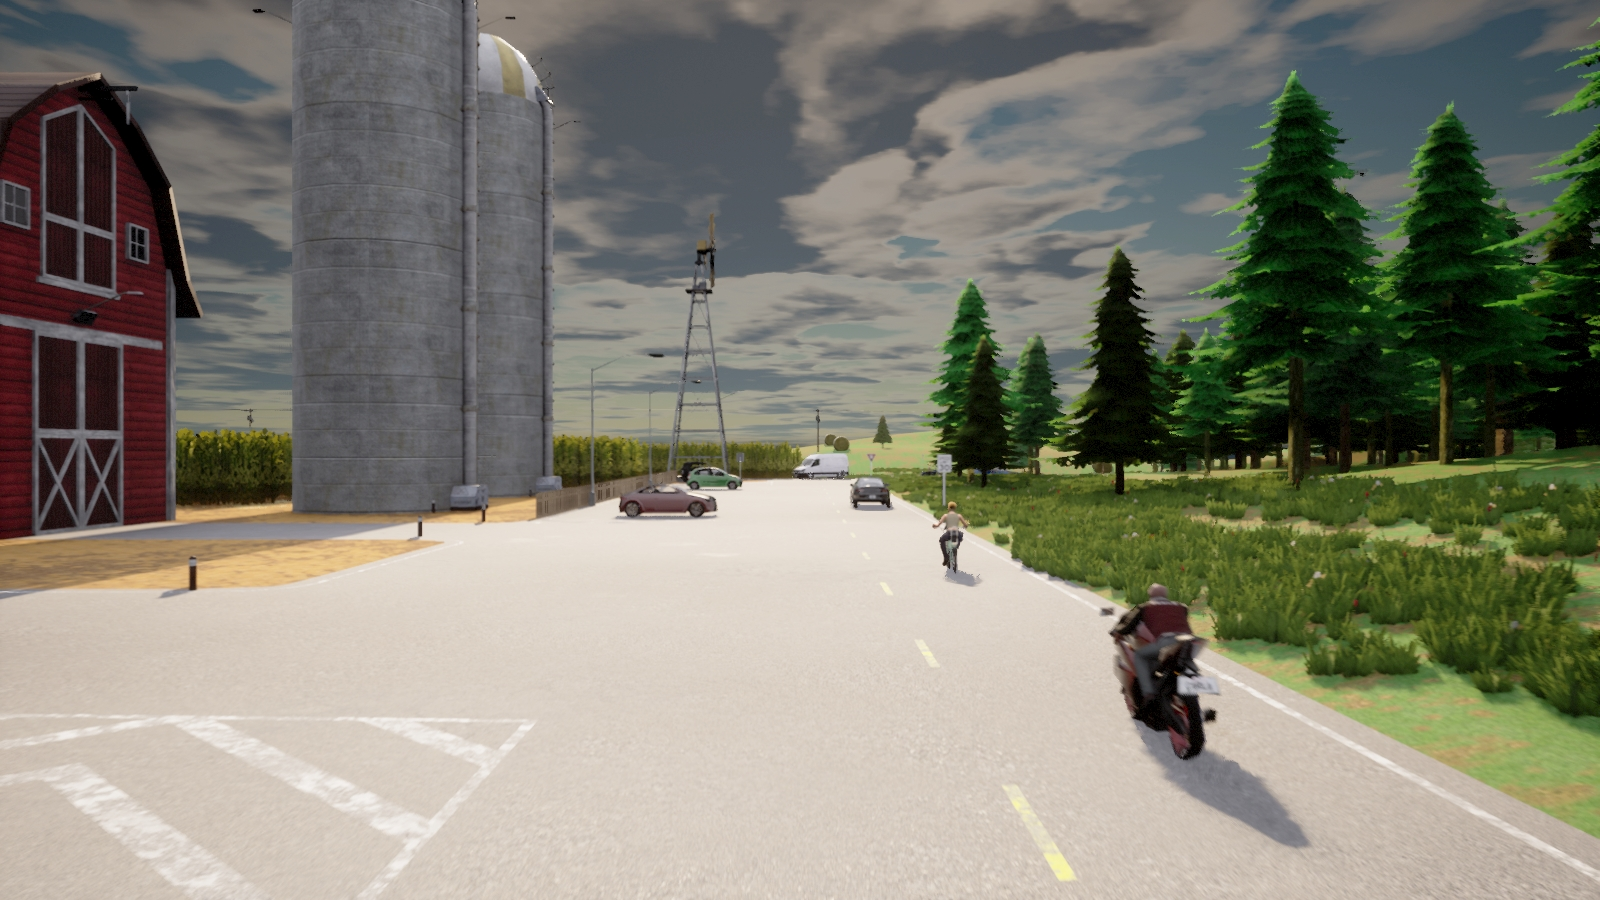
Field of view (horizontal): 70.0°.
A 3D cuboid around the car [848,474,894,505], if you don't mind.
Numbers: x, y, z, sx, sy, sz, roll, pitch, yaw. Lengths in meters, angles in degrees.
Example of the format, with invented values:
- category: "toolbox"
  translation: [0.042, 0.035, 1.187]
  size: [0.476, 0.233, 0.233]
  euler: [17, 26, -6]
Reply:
- category: "car"
  translation: [3.496, 1.947, 57.277]
  size: [2.002, 1.442, 4.674]
  euler: [0, 0, 0]

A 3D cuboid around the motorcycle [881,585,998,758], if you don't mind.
- category: "motorcycle"
  translation: [1.302, 2.066, 11.098]
  size: [0.867, 1.251, 2.209]
  euler: [0, 0, 0]
